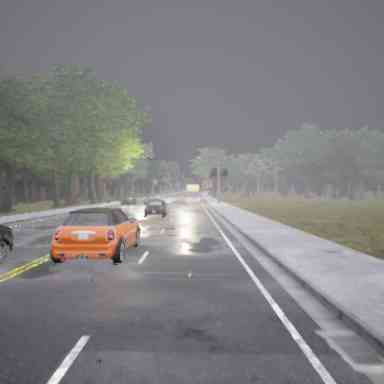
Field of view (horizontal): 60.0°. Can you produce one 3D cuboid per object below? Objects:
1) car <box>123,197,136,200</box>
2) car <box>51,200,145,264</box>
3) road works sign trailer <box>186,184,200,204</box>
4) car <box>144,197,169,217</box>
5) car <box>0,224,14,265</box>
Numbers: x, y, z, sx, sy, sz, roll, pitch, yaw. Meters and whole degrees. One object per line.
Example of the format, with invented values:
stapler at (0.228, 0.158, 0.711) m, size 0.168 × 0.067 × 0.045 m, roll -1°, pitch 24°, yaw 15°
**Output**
car at (-9.693, 1.435, 51.464) m, size 1.994 × 1.385 × 4.181 m, roll 0°, pitch 0°, yaw 1°
car at (-3.163, 1.319, 11.809) m, size 2.097 × 1.767 × 4.553 m, roll 0°, pitch 0°, yaw 0°
road works sign trailer at (0.194, 0.303, 61.310) m, size 2.380 × 3.560 × 2.880 m, roll 0°, pitch 0°, yaw 1°
car at (-3.141, 1.448, 29.762) m, size 1.812 × 1.442 × 4.674 m, roll 0°, pitch 0°, yaw 0°
car at (-6.608, 1.467, 8.684) m, size 2.128 × 1.511 × 4.902 m, roll 0°, pitch 0°, yaw 0°
